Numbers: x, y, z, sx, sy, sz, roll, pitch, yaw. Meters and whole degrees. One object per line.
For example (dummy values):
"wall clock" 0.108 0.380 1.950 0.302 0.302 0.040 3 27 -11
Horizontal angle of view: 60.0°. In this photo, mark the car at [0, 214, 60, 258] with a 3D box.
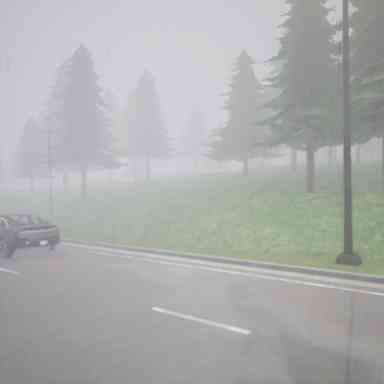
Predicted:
"car" -7.315 1.636 13.415 4.902 1.511 2.128 -1 0 36
